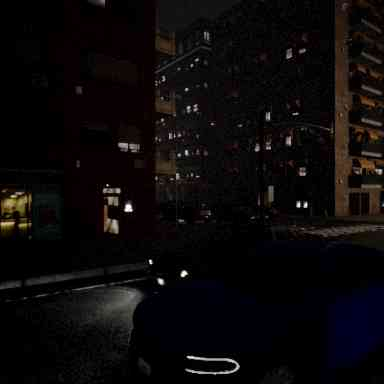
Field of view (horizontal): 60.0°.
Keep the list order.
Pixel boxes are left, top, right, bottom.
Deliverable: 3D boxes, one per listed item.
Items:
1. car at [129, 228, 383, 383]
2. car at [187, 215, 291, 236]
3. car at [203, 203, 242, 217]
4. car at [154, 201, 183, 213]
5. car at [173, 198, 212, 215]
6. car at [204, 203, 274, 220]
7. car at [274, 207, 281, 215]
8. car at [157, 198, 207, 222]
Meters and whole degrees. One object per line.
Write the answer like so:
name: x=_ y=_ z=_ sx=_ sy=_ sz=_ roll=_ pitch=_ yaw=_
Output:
car: x=1.563 y=1.477 z=4.782 sx=5.008 sy=1.535 sz=1.882 roll=0 pitch=0 yaw=-35
car: x=1.500 y=1.546 z=8.719 sx=5.357 sy=1.411 sz=2.033 roll=0 pitch=0 yaw=-35
car: x=3.310 y=1.899 z=36.639 sx=1.947 sy=1.339 sz=4.313 roll=-1 pitch=0 yaw=-36
car: x=-3.280 y=2.025 z=45.615 sx=2.008 sy=1.369 sz=4.403 roll=-1 pitch=0 yaw=-36
car: x=0.010 y=1.718 z=41.128 sx=2.192 sy=1.841 sz=5.009 roll=-1 pitch=0 yaw=-36
car: x=3.580 y=1.779 z=26.346 sx=2.033 sy=1.411 sz=5.357 roll=0 pitch=-1 yaw=-34
car: x=6.605 y=1.844 z=32.151 sx=1.802 sy=1.307 sz=4.206 roll=-1 pitch=0 yaw=-36
car: x=-0.390 y=1.586 z=27.061 sx=2.192 sy=1.841 sz=5.009 roll=-1 pitch=0 yaw=-36
